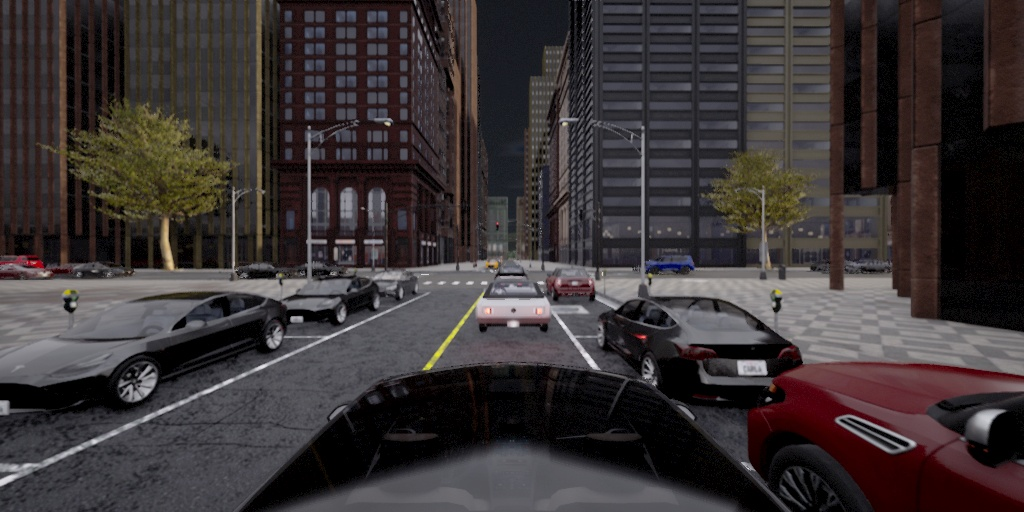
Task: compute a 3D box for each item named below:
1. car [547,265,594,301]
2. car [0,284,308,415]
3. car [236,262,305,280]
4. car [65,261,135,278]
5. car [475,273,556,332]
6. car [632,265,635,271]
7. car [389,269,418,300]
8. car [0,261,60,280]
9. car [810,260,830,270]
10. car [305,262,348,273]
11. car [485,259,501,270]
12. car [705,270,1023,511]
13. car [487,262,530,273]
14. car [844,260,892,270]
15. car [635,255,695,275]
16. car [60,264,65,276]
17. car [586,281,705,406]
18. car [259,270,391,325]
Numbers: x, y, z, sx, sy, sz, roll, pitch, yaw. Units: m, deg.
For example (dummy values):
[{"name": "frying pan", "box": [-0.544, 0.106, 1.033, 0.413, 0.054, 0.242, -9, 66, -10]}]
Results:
[{"name": "car", "box": [2.731, 1.207, 17.465, 1.967, 1.591, 4.097, 0, 0, 0]}, {"name": "car", "box": [-5.770, 1.320, 6.172, 1.948, 1.339, 4.313, 0, 0, 0]}, {"name": "car", "box": [-21.940, 1.340, 32.240, 5.008, 1.535, 1.882, 0, 0, 0]}, {"name": "car", "box": [-40.294, 1.407, 35.427, 4.892, 1.490, 1.837, 0, 0, 0]}, {"name": "car", "box": [0.047, 1.360, 10.891, 1.895, 1.301, 4.718, 0, 0, 0]}, {"name": "car", "box": [16.434, 1.294, 42.357, 4.181, 1.385, 1.994, 0, 0, 0]}, {"name": "car", "box": [-5.794, 1.317, 17.445, 2.007, 1.370, 4.403, 0, 0, 0]}, {"name": "car", "box": [-44.243, 1.451, 32.178, 4.674, 1.442, 1.812, 0, 0, 0]}, {"name": "car", "box": [38.100, 1.189, 42.432, 4.892, 1.490, 1.837, 0, 0, 0]}, {"name": "car", "box": [-18.852, 1.320, 35.503, 5.008, 1.535, 1.882, 0, 0, 0]}, {"name": "car", "box": [-3.173, 1.306, 56.348, 1.882, 1.535, 5.008, 0, 0, 0]}, {"name": "car", "box": [2.767, 1.063, 0.556, 2.192, 1.841, 5.009, 0, 0, 0]}, {"name": "car", "box": [-0.037, 1.262, 20.101, 2.128, 1.511, 4.902, 0, 0, 0]}, {"name": "car", "box": [38.750, 1.187, 39.184, 4.902, 1.511, 2.128, 0, 0, 0]}, {"name": "car", "box": [16.886, 0.962, 39.109, 5.566, 2.045, 2.150, 0, 0, 0]}, {"name": "car", "box": [-47.830, 1.512, 38.779, 4.718, 1.301, 1.895, 0, 0, 0]}, {"name": "car", "box": [2.755, 1.320, 6.192, 1.948, 1.339, 4.313, 0, 0, 0]}, {"name": "car", "box": [-5.782, 1.326, 11.808, 1.948, 1.339, 4.313, 0, 0, 0]}]
